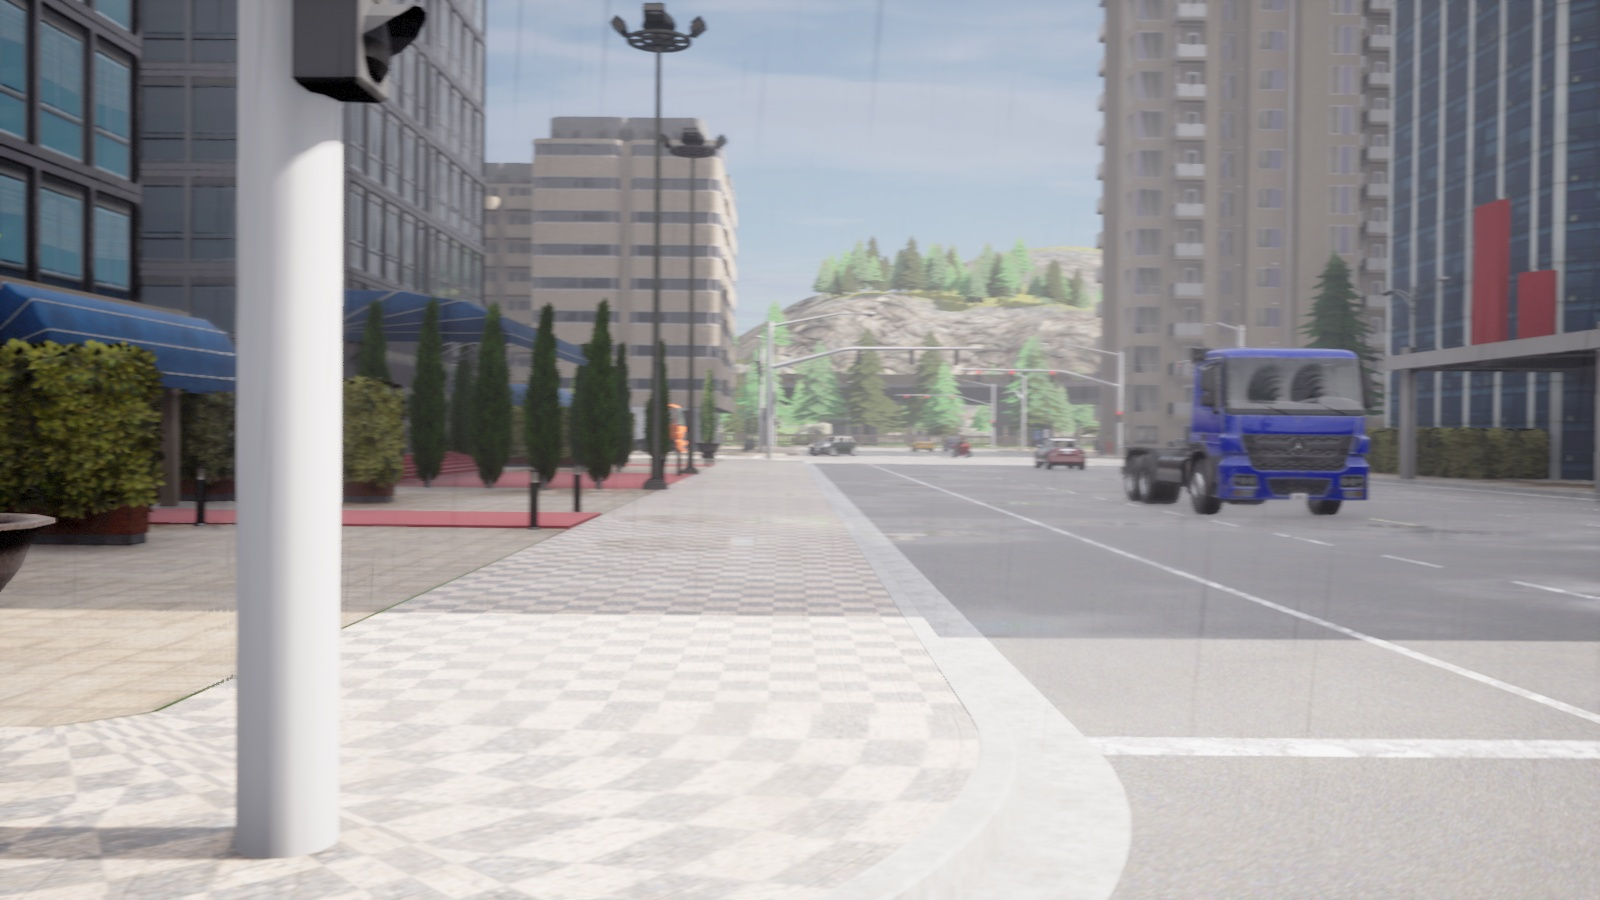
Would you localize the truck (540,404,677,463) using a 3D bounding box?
[{"bbox_3d":[-11.654,-0.988,76.945,7.936,3.462,2.891,-1,1,-1],"label":"truck"}]

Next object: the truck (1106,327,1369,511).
[{"bbox_3d":[9.285,-0.636,27.846,2.891,3.462,7.936,-1,1,-1],"label":"truck"}]

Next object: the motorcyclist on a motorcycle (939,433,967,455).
[{"bbox_3d":[10.699,-0.425,87.716,0.797,1.523,2.044,0,0,-34],"label":"motorcyclist on a motorcycle"}]

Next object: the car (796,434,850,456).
[{"bbox_3d":[1.647,-0.368,90.565,1.970,1.475,3.806,0,1,39],"label":"car"}]

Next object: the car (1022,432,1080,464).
[{"bbox_3d":[12.091,-0.127,60.752,1.970,1.475,3.806,-1,1,-1],"label":"car"}]
